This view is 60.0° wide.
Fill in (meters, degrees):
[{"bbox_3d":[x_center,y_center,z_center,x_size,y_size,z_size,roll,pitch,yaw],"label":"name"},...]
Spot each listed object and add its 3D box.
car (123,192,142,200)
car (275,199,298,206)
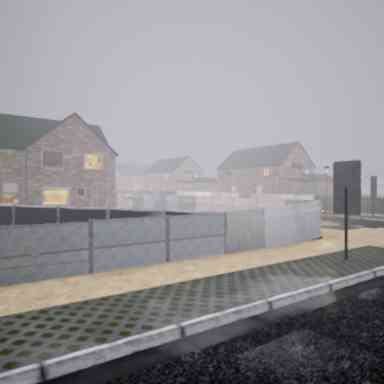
[{"bbox_3d":[-8.799,0.705,49.793,1.994,1.385,4.181,0,1,-35],"label":"car"},{"bbox_3d":[7.573,1.202,27.437,1.895,1.301,4.718,0,1,-37],"label":"car"}]
